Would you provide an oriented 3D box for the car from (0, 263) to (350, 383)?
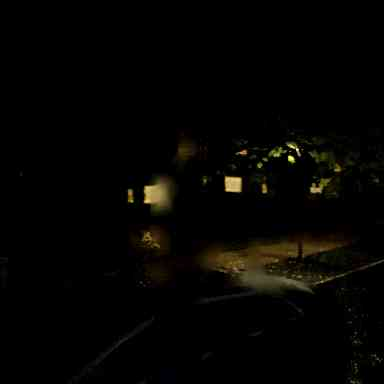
[{"bbox_3d":[-0.544,1.500,2.859,4.902,1.511,2.128,0,0,-37],"label":"car"}]
